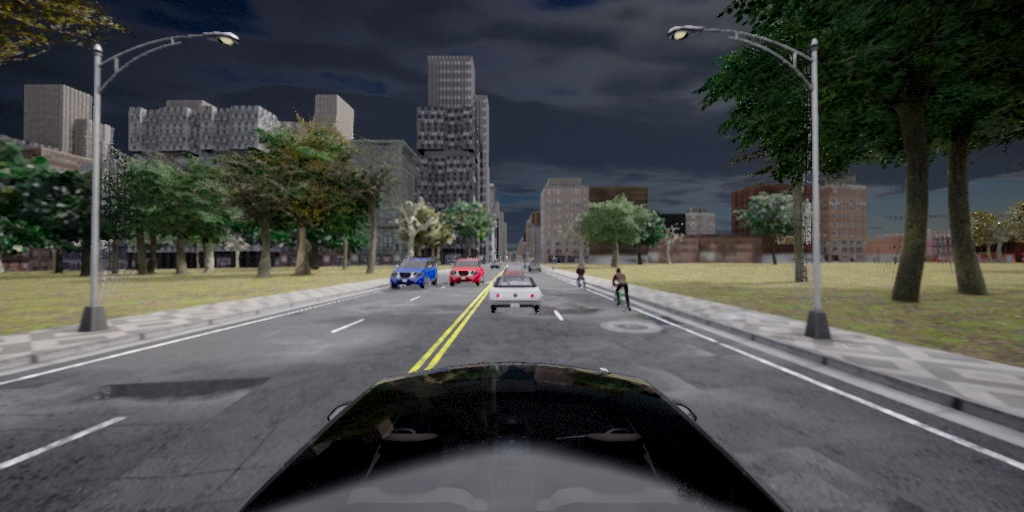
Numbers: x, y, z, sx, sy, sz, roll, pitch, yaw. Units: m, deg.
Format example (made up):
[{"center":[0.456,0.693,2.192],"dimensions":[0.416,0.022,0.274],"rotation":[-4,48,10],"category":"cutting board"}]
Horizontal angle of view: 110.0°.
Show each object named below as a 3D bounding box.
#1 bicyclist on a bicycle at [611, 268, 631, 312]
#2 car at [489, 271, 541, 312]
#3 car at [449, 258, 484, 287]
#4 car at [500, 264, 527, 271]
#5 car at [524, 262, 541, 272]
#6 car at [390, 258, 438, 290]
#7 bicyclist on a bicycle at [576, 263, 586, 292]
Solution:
[{"center":[4.159,1.304,13.860],"dimensions":[0.582,1.620,1.656],"rotation":[0,-1,0],"category":"bicyclist on a bicycle"},{"center":[0.117,1.461,14.894],"dimensions":[1.895,1.301,4.718],"rotation":[0,-1,0],"category":"car"},{"center":[-3.313,1.192,27.206],"dimensions":[2.150,2.045,5.566],"rotation":[0,-1,0],"category":"car"},{"center":[0.144,1.625,32.996],"dimensions":[1.895,1.301,4.718],"rotation":[0,-1,0],"category":"car"},{"center":[3.428,1.729,55.363],"dimensions":[2.128,1.511,4.902],"rotation":[0,-1,0],"category":"car"},{"center":[-6.568,1.169,24.724],"dimensions":[2.150,2.045,5.566],"rotation":[0,0,0],"category":"car"},{"center":[4.171,1.294,21.962],"dimensions":[0.659,1.776,1.843],"rotation":[0,0,0],"category":"bicyclist on a bicycle"}]
